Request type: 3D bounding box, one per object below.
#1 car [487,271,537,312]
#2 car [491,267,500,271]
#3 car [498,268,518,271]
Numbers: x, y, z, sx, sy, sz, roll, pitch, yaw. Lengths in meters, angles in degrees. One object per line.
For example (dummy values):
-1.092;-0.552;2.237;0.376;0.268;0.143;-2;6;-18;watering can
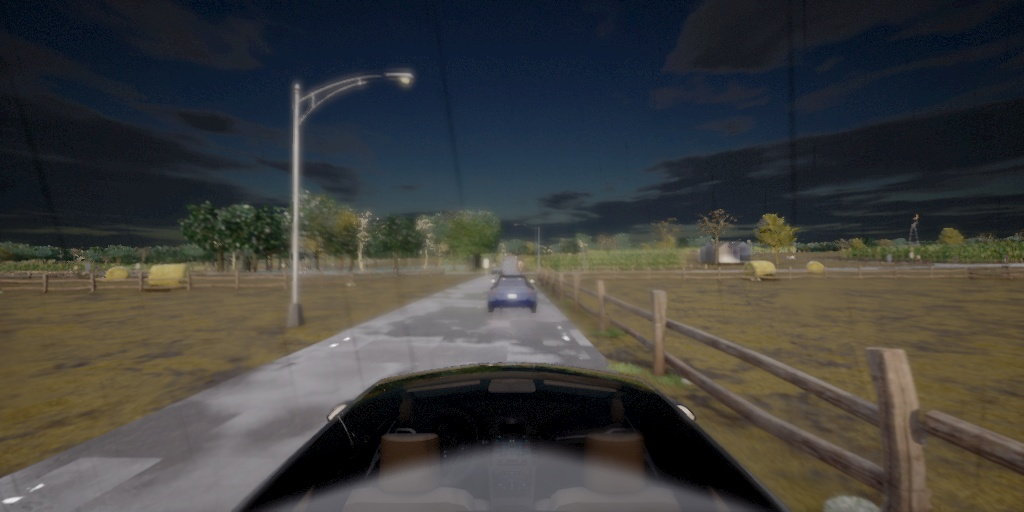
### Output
0.023;1.490;15.318;1.994;1.385;4.181;0;-1;0;car
-2.769;2.711;64.293;1.882;1.535;5.008;0;-2;1;car
0.024;1.837;30.128;1.895;1.301;4.718;0;-1;0;car
